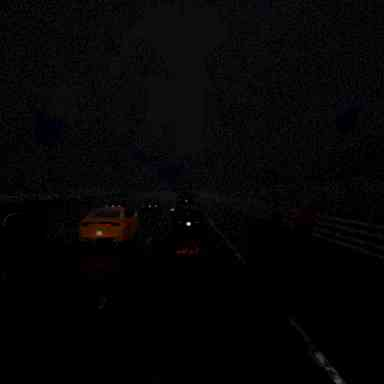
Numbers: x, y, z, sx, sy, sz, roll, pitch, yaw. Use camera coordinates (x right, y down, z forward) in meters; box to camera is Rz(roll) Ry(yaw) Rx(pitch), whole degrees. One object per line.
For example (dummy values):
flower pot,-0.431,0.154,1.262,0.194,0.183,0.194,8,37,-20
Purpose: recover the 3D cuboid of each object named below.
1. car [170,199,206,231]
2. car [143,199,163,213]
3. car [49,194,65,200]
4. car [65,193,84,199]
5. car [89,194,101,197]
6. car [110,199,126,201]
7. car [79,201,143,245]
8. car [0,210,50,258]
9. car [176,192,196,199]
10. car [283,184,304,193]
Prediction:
car,-0.226,1.423,20.056,1.837,1.490,4.892,0,0,-1
car,-4.058,1.397,33.982,2.033,1.411,5.357,0,0,-1
car,-25.900,1.150,64.434,1.882,1.535,5.008,0,0,-1
car,-22.404,1.028,64.563,2.097,1.767,4.553,0,0,-1
car,-18.925,1.172,65.414,1.837,1.490,4.892,0,0,-1
car,-7.556,1.395,33.941,2.033,1.411,5.357,0,0,-1
car,-3.618,1.416,15.238,1.882,1.535,5.008,0,0,-1
car,-7.064,1.440,12.588,2.128,1.511,4.902,0,0,-1
car,-0.665,1.049,38.510,2.150,2.045,5.566,0,0,-1
car,22.144,-0.478,72.683,2.150,2.045,5.566,0,-4,-15
